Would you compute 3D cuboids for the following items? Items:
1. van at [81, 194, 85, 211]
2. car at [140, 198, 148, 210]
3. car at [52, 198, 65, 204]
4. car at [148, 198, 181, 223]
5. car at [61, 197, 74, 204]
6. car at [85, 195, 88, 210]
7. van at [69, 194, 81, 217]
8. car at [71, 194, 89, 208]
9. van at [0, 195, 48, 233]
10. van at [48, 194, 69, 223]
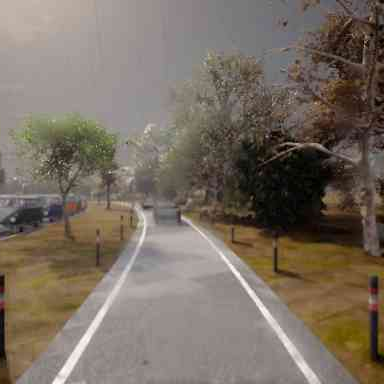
[{"bbox_3d":[-12.737,1.244,35.367,1.878,1.987,4.442,2,-2,-15],"label":"van"},{"bbox_3d":[-5.252,1.397,41.130,1.994,1.385,4.181,-1,0,-13],"label":"car"},{"bbox_3d":[-34.877,2.277,86.627,2.097,1.535,5.008,-1,-1,-33],"label":"car"},{"bbox_3d":[-1.910,1.372,24.347,2.128,1.511,4.902,0,0,-8],"label":"car"},{"bbox_3d":[-28.578,2.042,76.375,2.097,1.535,5.008,-1,-1,-29],"label":"car"},{"bbox_3d":[-14.066,1.508,40.720,1.946,1.575,5.366,2,-1,-13],"label":"car"},{"bbox_3d":[-11.614,1.212,29.886,1.878,1.987,4.442,1,-1,-10],"label":"van"},{"bbox_3d":[-17.363,1.385,51.571,2.435,2.045,5.566,2,-2,-19],"label":"car"},{"bbox_3d":[-9.928,1.180,18.844,1.878,1.987,4.442,1,-1,-8],"label":"van"},{"bbox_3d":[-10.680,1.191,24.373,1.878,1.987,4.442,1,-1,-10],"label":"van"}]
